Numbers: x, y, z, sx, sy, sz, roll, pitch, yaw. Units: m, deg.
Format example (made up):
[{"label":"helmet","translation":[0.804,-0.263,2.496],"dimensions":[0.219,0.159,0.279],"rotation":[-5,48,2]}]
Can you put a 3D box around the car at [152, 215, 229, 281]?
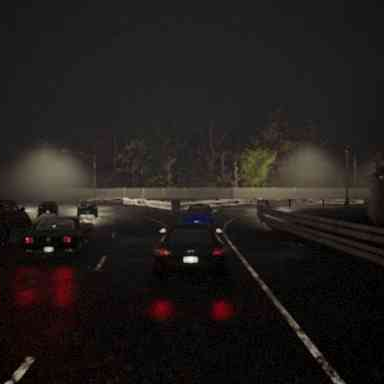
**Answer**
[{"label":"car","translation":[-0.026,1.595,9.953],"dimensions":[1.994,1.385,4.181],"rotation":[0,0,0]}]

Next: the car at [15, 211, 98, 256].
[{"label":"car","translation":[-5.163,1.645,13.351],"dimensions":[1.895,1.301,4.718],"rotation":[0,0,-9]}]

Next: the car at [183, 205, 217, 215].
[{"label":"car","translation":[0.557,1.543,21.242],"dimensions":[1.882,1.535,5.008],"rotation":[0,0,6]}]

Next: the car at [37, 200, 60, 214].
[{"label":"car","translation":[-14.428,1.616,33.509],"dimensions":[1.837,1.490,4.892],"rotation":[0,0,-22]}]

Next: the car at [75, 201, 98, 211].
[{"label":"car","translation":[-10.120,1.596,32.012],"dimensions":[2.128,1.511,4.902],"rotation":[0,0,-19]}]

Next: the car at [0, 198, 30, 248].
[{"label":"car","translation":[-9.015,1.274,14.913],"dimensions":[2.150,2.045,5.566],"rotation":[0,0,-11]}]
